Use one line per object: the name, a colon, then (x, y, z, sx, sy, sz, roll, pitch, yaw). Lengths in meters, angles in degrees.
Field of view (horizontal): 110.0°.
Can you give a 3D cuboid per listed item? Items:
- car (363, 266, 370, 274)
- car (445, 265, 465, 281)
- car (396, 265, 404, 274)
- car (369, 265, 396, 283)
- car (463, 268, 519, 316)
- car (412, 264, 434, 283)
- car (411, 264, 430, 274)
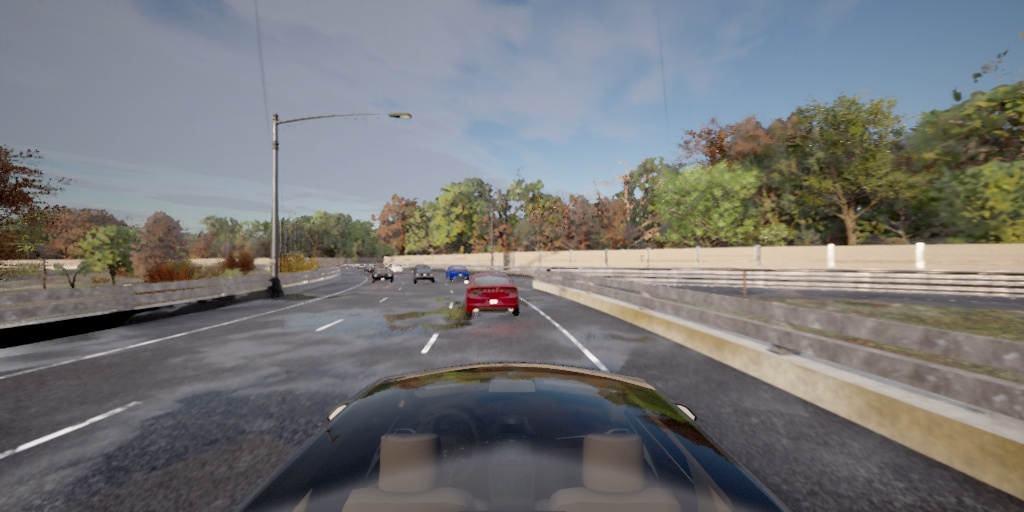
car: (-21.833, 2.167, 55.714, 1.895, 1.301, 4.718, 0, -1, -30)
car: (-5.756, 1.713, 37.020, 1.882, 1.535, 5.008, 0, -1, -18)
car: (-18.489, 2.087, 56.781, 1.812, 1.442, 4.674, 0, -1, -30)
car: (-12.488, 1.846, 34.847, 1.895, 1.301, 4.718, 0, -1, -18)
car: (-0.878, 1.394, 14.303, 1.882, 1.535, 5.008, 0, -1, -6)
car: (-8.524, 1.766, 34.386, 2.033, 1.411, 5.357, 0, -1, -18)
car: (-14.541, 2.045, 56.896, 1.837, 1.490, 4.892, 1, -1, -28)
